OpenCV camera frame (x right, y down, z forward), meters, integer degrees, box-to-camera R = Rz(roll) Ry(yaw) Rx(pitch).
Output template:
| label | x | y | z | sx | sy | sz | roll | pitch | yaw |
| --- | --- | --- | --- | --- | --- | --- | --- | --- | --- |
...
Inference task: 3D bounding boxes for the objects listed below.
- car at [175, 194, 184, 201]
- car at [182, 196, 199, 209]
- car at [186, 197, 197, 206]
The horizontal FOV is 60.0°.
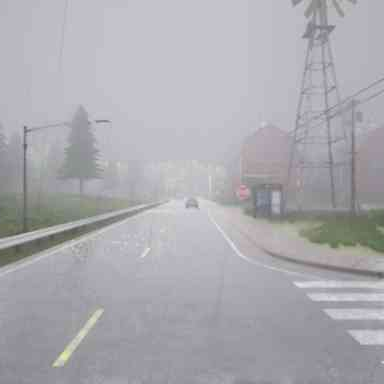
| label | x | y | z | sx | sy | sz | roll | pitch | yaw |
| --- | --- | --- | --- | --- | --- | --- | --- | --- | --- |
| car | -3.515 | 1.484 | 93.409 | 2.150 | 2.045 | 5.566 | 0 | 0 | 0 |
| car | -0.008 | 1.629 | 47.523 | 2.128 | 1.511 | 4.902 | 0 | 0 | 0 |
| car | -0.010 | 1.672 | 57.899 | 1.837 | 1.490 | 4.892 | 0 | 0 | 0 |
